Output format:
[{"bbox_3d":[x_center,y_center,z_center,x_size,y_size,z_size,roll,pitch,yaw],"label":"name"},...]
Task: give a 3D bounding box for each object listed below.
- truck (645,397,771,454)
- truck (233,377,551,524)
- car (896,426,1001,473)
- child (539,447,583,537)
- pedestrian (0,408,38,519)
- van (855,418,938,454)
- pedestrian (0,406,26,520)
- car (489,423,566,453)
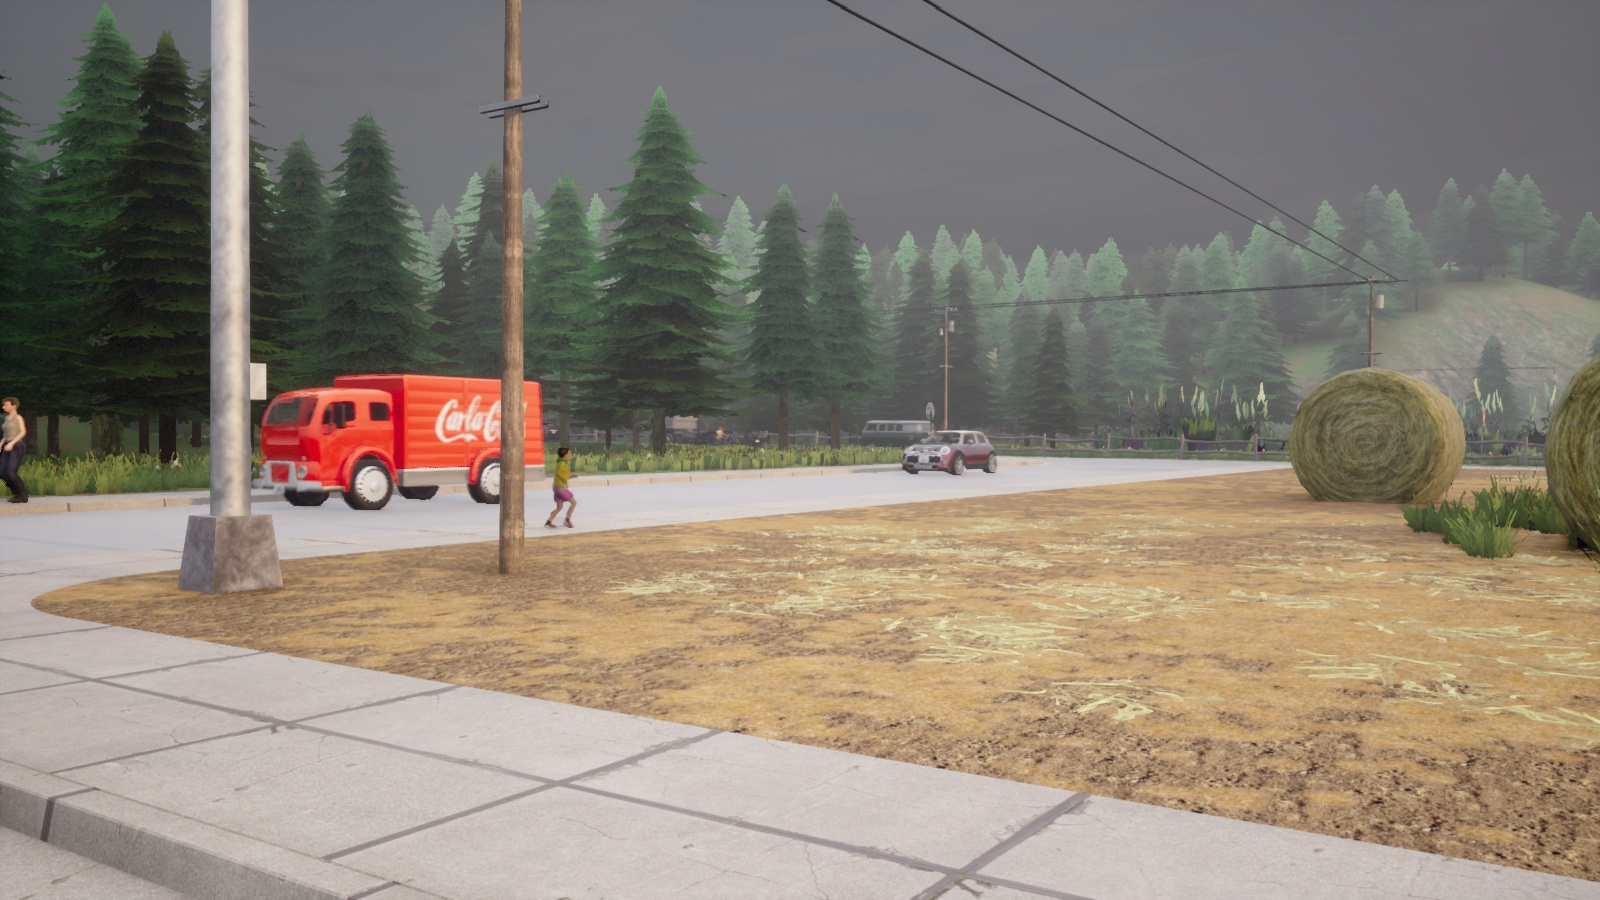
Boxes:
[{"bbox_3d":[-5.899,-1.527,79.669,7.936,3.462,2.891,0,1,35],"label":"truck"},{"bbox_3d":[-7.601,-0.040,23.941,2.627,2.467,5.204,0,1,35],"label":"truck"},{"bbox_3d":[5.037,-0.051,42.242,1.970,1.475,3.806,0,1,35],"label":"car"},{"bbox_3d":[-3.136,0.545,16.509,0.473,1.160,0.299,-1,1,-34],"label":"child"},{"bbox_3d":[-13.300,0.218,21.221,0.345,1.836,0.594,0,1,35],"label":"pedestrian"},{"bbox_3d":[5.462,-0.798,71.381,4.442,1.987,1.775,0,1,37],"label":"van"},{"bbox_3d":[-13.844,0.218,21.577,0.423,1.949,0.788,0,1,41],"label":"pedestrian"},{"bbox_3d":[-19.441,-0.827,89.451,5.566,2.045,2.150,0,1,36],"label":"car"}]
